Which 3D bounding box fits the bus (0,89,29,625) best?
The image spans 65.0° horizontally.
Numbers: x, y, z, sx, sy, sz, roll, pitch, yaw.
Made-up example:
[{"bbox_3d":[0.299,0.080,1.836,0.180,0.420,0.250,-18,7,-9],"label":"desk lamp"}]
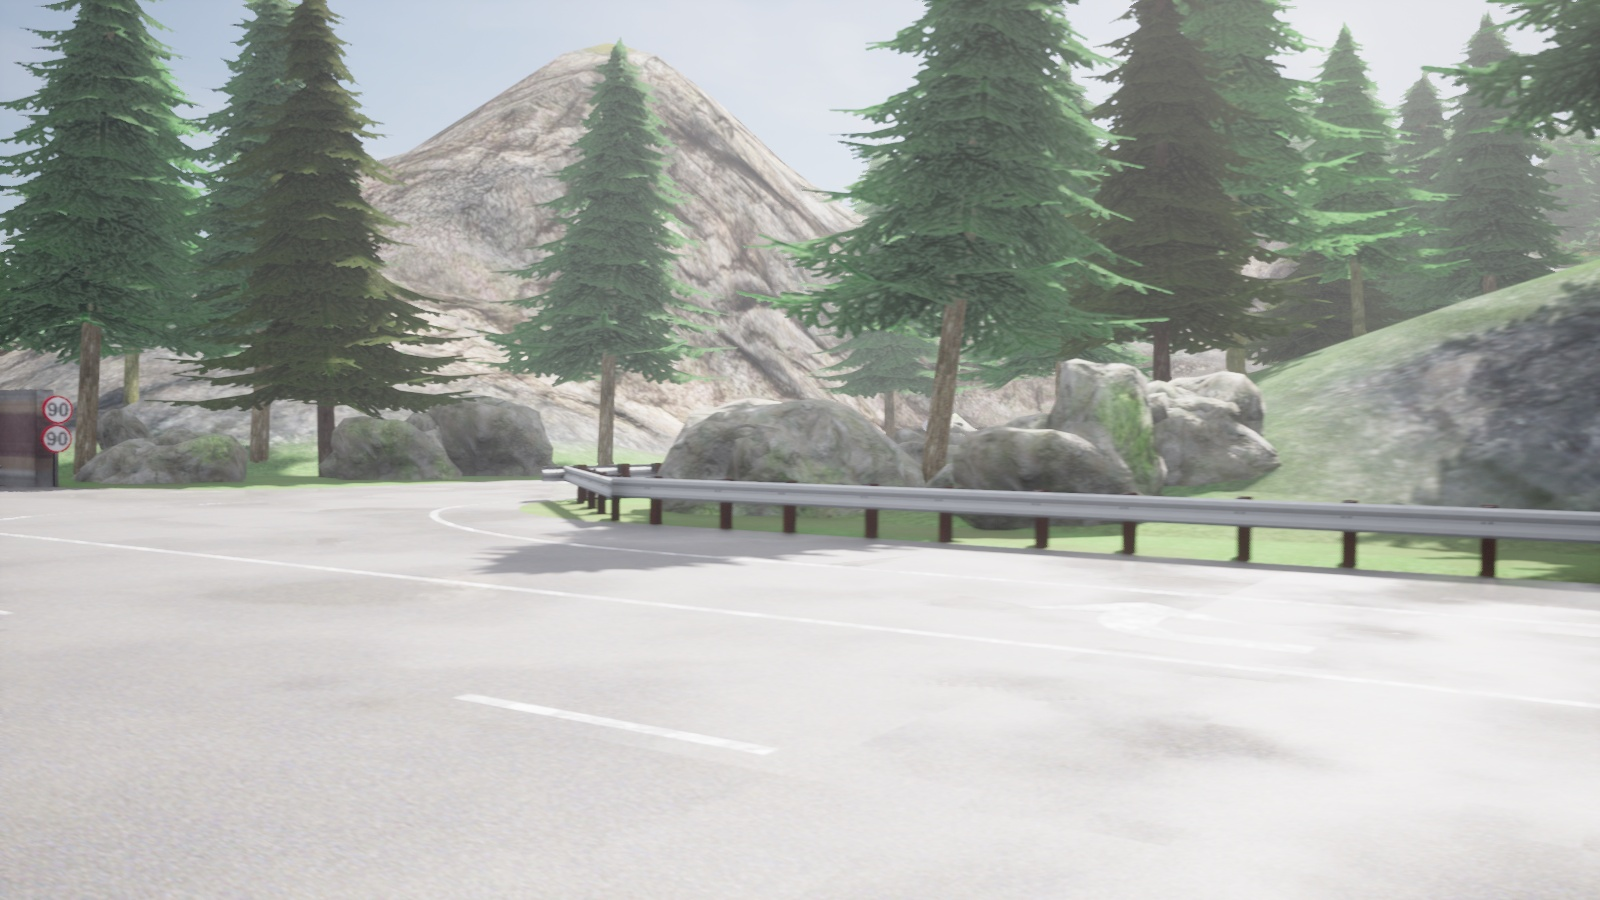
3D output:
[{"bbox_3d":[-11.617,-0.694,11.291,10.273,4.253,3.944,0,1,33],"label":"bus"}]
